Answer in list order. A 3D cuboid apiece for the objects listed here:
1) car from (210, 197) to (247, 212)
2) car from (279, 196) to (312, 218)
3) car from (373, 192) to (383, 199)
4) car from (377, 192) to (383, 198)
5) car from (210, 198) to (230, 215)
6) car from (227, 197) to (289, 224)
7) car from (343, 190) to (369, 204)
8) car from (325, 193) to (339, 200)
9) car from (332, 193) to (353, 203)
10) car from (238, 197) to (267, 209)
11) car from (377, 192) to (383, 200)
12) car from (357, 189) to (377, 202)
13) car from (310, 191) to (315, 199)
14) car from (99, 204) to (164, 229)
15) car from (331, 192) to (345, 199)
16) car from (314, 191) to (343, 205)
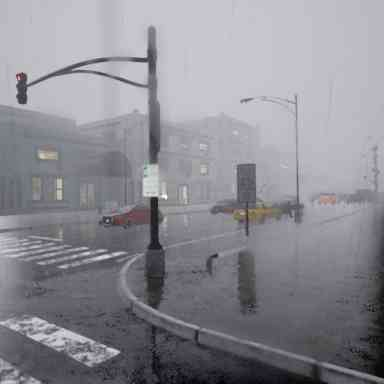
[{"bbox_3d":[3.956,1.290,35.404,1.752,1.417,4.829,-1,0,36],"label":"car"},{"bbox_3d":[7.584,1.217,26.141,2.008,1.369,4.403,-1,0,36],"label":"car"},{"bbox_3d":[40.089,0.720,70.915,1.947,1.339,4.313,-1,0,36],"label":"car"},{"bbox_3d":[43.165,0.652,75.140,1.887,1.381,4.507,-1,0,36],"label":"car"},{"bbox_3d":[3.363,1.325,30.189,1.994,1.385,4.181,-1,0,36],"label":"car"},{"bbox_3d":[4.434,1.242,21.801,1.752,1.417,4.829,-1,0,36],"label":"car"},{"bbox_3d":[22.886,0.924,46.457,1.837,1.490,4.892,-1,0,36],"label":"car"},{"bbox_3d":[30.060,0.935,71.362,1.802,1.307,4.206,-1,0,36],"label":"car"},{"bbox_3d":[24.502,0.901,53.873,2.128,1.511,4.902,-1,0,36],"label":"car"},{"bbox_3d":[7.307,1.293,40.020,1.802,1.307,4.206,-1,0,36],"label":"car"},{"bbox_3d":[33.585,0.570,61.959,2.192,1.841,5.009,-1,0,36],"label":"car"},{"bbox_3d":[26.980,0.576,52.170,2.150,2.045,5.566,-1,0,36],"label":"car"},{"bbox_3d":[23.556,0.769,62.407,2.192,1.841,5.009,-1,0,36],"label":"car"},{"bbox_3d":[-3.650,1.438,20.531,1.994,1.385,4.181,-1,0,36],"label":"car"},{"bbox_3d":[33.309,0.743,75.839,1.967,1.590,4.097,-1,0,36],"label":"car"},{"bbox_3d":[19.258,0.845,46.649,2.097,1.767,4.553,-1,0,35],"label":"car"}]
